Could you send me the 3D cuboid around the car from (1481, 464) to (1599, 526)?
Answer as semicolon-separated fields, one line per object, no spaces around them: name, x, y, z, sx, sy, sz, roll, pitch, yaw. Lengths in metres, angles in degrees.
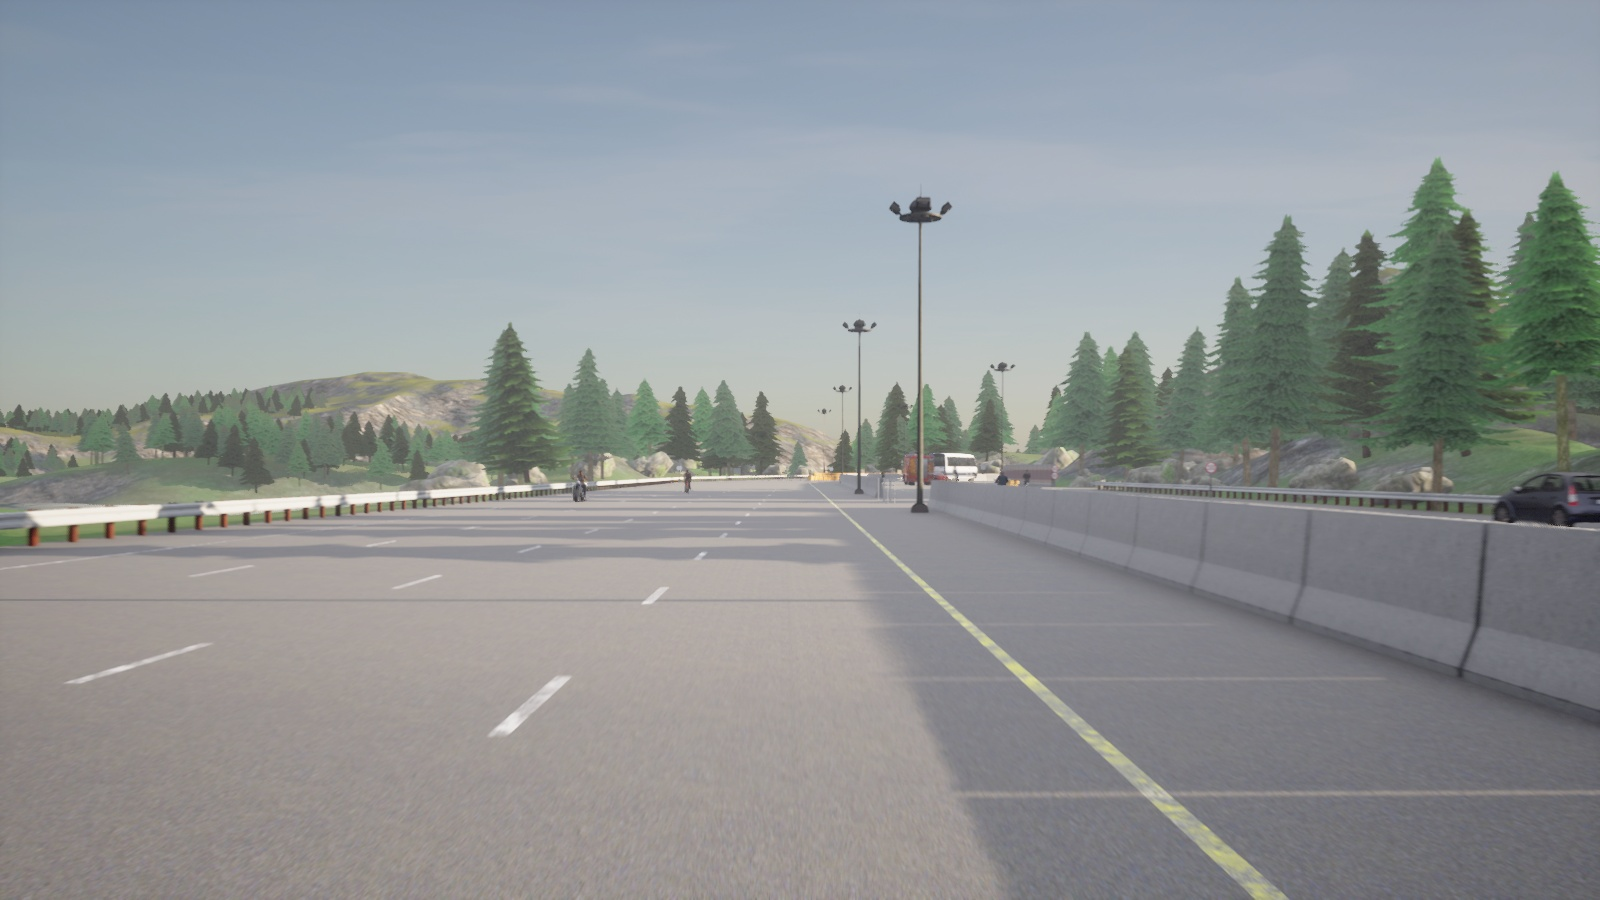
car;20.929;1.211;34.871;1.851;1.617;3.988;0;-1;0

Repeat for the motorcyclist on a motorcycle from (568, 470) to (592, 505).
motorcyclist on a motorcycle;-10.644;1.823;60.846;0.766;1.649;2.350;0;-1;0
